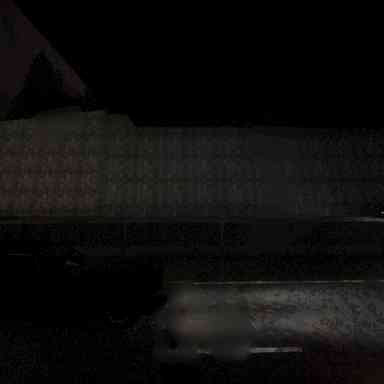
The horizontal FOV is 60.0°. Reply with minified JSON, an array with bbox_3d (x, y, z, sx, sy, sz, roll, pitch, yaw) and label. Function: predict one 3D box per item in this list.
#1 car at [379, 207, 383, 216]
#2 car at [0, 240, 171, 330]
[{"bbox_3d":[18.609,1.505,28.373,4.892,1.490,1.837,0,0,-3],"label":"car"},{"bbox_3d":[-2.765,1.601,6.213,4.718,1.301,1.895,0,0,-3],"label":"car"}]
